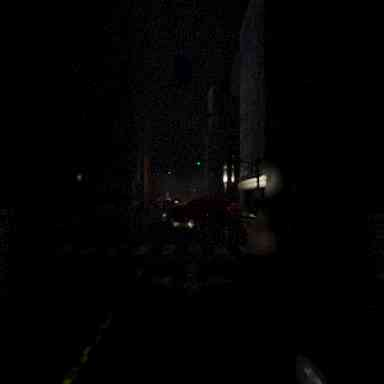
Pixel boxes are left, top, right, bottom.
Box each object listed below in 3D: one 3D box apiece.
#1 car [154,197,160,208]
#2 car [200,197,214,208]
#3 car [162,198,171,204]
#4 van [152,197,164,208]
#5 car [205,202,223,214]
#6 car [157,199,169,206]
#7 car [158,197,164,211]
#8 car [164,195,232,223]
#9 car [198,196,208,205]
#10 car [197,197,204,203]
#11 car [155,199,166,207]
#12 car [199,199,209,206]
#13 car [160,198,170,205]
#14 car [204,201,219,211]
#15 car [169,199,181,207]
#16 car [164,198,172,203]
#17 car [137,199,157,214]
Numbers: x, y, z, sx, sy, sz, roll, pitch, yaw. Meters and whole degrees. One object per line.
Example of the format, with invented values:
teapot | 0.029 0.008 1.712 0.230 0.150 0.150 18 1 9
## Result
car | -5.893 1.883 52.778 1.967 1.590 4.097 0 0 0
car | 2.585 1.796 58.491 2.192 1.841 5.009 0 0 0
car | -6.131 2.179 80.998 1.947 1.339 4.313 0 0 0
van | -5.940 1.821 58.422 1.690 1.788 3.998 0 0 0
car | 2.726 1.932 41.558 1.947 1.339 4.313 0 0 0
car | -6.036 2.100 69.709 2.008 1.369 4.403 0 0 0
car | -3.162 1.891 46.519 2.128 1.511 4.902 0 0 0
car | 0.697 1.561 28.841 5.566 2.045 2.150 1 -1 0
car | 2.443 1.899 75.422 2.192 1.841 5.009 0 0 0
car | 2.299 2.219 92.352 1.887 1.381 4.507 0 0 0
car | -5.989 2.097 64.065 1.802 1.307 4.206 0 0 0
car | 2.489 2.096 69.777 1.887 1.381 4.507 0 0 0
car | -6.084 2.148 75.354 1.947 1.339 4.313 0 0 0
car | 2.678 1.951 47.202 1.887 1.381 4.507 0 0 0
car | -3.238 2.056 62.998 2.033 1.411 5.357 0 0 0
car | -6.178 2.188 86.643 1.887 1.381 4.507 0 0 0
car | -5.799 1.947 41.488 1.802 1.307 4.206 0 0 0
